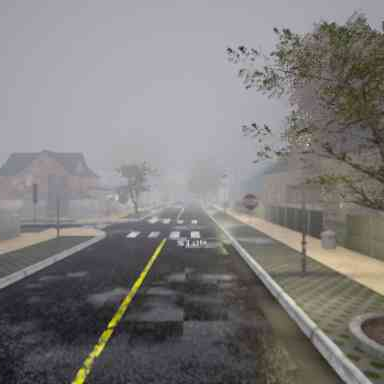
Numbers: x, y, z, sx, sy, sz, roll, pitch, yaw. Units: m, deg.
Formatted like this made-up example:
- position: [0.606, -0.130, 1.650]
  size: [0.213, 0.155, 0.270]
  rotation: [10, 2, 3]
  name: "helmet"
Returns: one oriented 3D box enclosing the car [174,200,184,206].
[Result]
- position: [-2.758, 2.346, 70.801]
  size: [1.994, 1.385, 4.181]
  rotation: [0, -1, 0]
  name: "car"
